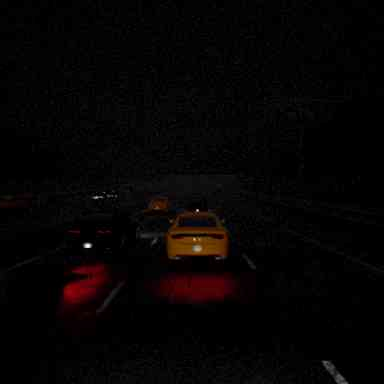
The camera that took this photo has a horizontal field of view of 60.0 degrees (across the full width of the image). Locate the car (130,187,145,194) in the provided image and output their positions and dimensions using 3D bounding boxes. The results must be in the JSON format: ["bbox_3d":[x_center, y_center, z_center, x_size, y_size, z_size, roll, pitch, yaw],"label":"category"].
[{"bbox_3d":[-11.709,0.144,72.780,1.895,1.301,4.718,0,2,4],"label":"car"}]

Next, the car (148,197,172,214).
[{"bbox_3d":[-2.945,1.167,31.342,1.882,1.535,5.008,0,1,2],"label":"car"}]

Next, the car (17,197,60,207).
[{"bbox_3d":[-13.665,1.226,30.576,1.812,1.442,4.674,0,1,2],"label":"car"}]

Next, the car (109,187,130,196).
[{"bbox_3d":[-15.330,0.168,70.890,2.033,1.411,5.357,0,2,3],"label":"car"}]

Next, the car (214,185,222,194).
[{"bbox_3d":[6.274,-0.211,79.555,2.033,1.411,5.357,0,3,4],"label":"car"}]

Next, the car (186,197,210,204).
[{"bbox_3d":[0.520,1.222,29.963,1.837,1.490,4.892,0,1,1],"label":"car"}]

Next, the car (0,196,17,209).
[{"bbox_3d":[-17.168,1.178,30.490,1.882,1.535,5.008,0,1,2],"label":"car"}]

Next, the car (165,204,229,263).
[{"bbox_3d":[0.181,1.425,11.828,1.882,1.535,5.008,0,0,1],"label":"car"}]

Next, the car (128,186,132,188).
[{"bbox_3d":[-14.825,-0.567,78.835,1.837,1.490,4.892,0,3,4],"label":"car"}]

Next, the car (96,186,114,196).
[{"bbox_3d":[-18.847,-0.006,70.721,2.097,1.767,4.553,0,2,3],"label":"car"}]

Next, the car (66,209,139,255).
[{"bbox_3d":[-3.305,1.441,13.042,1.837,1.490,4.892,0,0,1],"label":"car"}]
